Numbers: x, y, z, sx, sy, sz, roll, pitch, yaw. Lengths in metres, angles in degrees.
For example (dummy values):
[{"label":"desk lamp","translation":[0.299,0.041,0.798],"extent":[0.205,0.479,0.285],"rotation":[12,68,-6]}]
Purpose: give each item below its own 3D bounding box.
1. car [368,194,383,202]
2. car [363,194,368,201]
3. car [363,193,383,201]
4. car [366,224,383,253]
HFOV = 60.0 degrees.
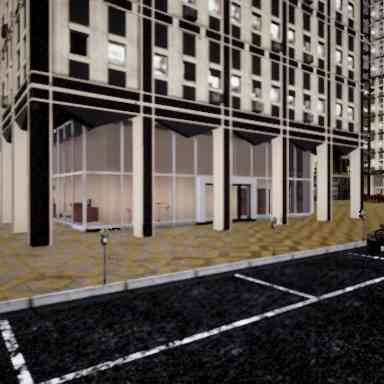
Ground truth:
[{"label":"car","translation":[32.480,1.090,55.546],"extent":[1.802,1.307,4.206],"rotation":[1,0,-36]},{"label":"car","translation":[29.240,0.715,60.076],"extent":[2.192,1.841,5.009],"rotation":[1,0,-36]},{"label":"car","translation":[36.008,0.968,65.009],"extent":[1.802,1.307,4.206],"rotation":[1,0,-36]},{"label":"car","translation":[8.329,1.559,12.501],"extent":[4.313,1.339,1.947],"rotation":[0,0,-36]}]
